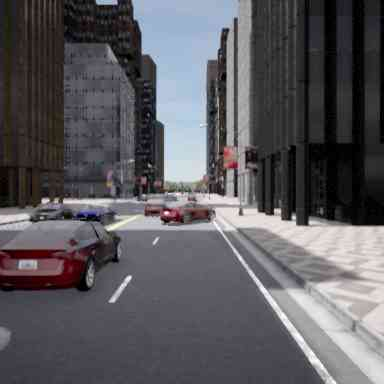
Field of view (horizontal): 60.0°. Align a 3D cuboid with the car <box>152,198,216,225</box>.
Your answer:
[{"bbox_3d":[-0.228,1.441,23.860,2.163,1.488,4.792,0,0,38],"label":"car"}]

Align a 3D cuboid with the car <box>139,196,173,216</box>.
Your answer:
[{"bbox_3d":[-3.267,1.423,30.942,2.163,1.488,4.792,0,0,0],"label":"car"}]

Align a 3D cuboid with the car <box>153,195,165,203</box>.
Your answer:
[{"bbox_3d":[-6.536,1.414,66.667,1.994,1.385,4.181,0,0,0],"label":"car"}]

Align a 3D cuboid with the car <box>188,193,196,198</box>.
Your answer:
[{"bbox_3d":[-0.012,1.326,68.233,1.812,1.442,4.674,0,0,1],"label":"car"}]

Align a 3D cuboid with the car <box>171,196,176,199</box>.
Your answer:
[{"bbox_3d":[-3.273,1.490,41.942,1.895,1.301,4.718,0,0,0],"label":"car"}]

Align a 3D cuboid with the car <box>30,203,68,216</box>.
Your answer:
[{"bbox_3d":[-9.861,1.502,23.808,1.994,1.385,4.181,0,0,0],"label":"car"}]

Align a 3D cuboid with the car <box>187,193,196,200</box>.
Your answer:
[{"bbox_3d":[-0.044,1.080,82.128,2.097,1.767,4.553,0,0,0],"label":"car"}]

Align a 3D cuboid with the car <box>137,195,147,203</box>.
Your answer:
[{"bbox_3d":[-9.786,1.321,66.665,1.882,1.535,5.008,0,0,0],"label":"car"}]

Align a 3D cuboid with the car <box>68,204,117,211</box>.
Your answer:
[{"bbox_3d":[-6.613,1.541,22.993,1.895,1.301,4.718,0,0,0],"label":"car"}]

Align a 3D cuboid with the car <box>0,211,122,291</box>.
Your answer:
[{"bbox_3d":[-3.255,1.480,8.942,2.163,1.488,4.792,0,0,0],"label":"car"}]
